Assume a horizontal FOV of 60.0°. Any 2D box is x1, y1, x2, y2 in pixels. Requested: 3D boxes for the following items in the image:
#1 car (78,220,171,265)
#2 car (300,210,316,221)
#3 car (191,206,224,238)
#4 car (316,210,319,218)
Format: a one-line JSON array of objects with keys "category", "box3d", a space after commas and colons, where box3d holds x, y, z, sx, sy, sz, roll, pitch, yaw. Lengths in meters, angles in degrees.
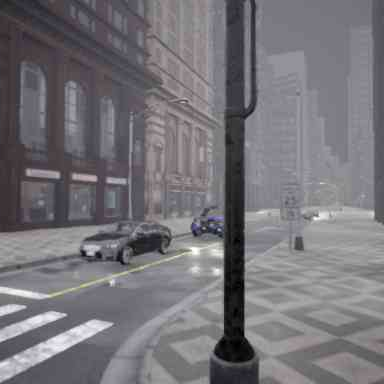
[{"category": "car", "box3d": [-2.556, 1.935, 13.727, 2.128, 1.511, 4.902, 0, -2, 23]}, {"category": "car", "box3d": [15.203, 3.226, 44.955, 1.895, 1.301, 4.718, 0, -2, 24]}, {"category": "car", "box3d": [1.900, 2.029, 23.493, 2.150, 2.045, 5.566, 0, -2, 24]}, {"category": "car", "box3d": [20.384, 3.641, 56.316, 1.895, 1.301, 4.718, 0, -2, 24]}]
